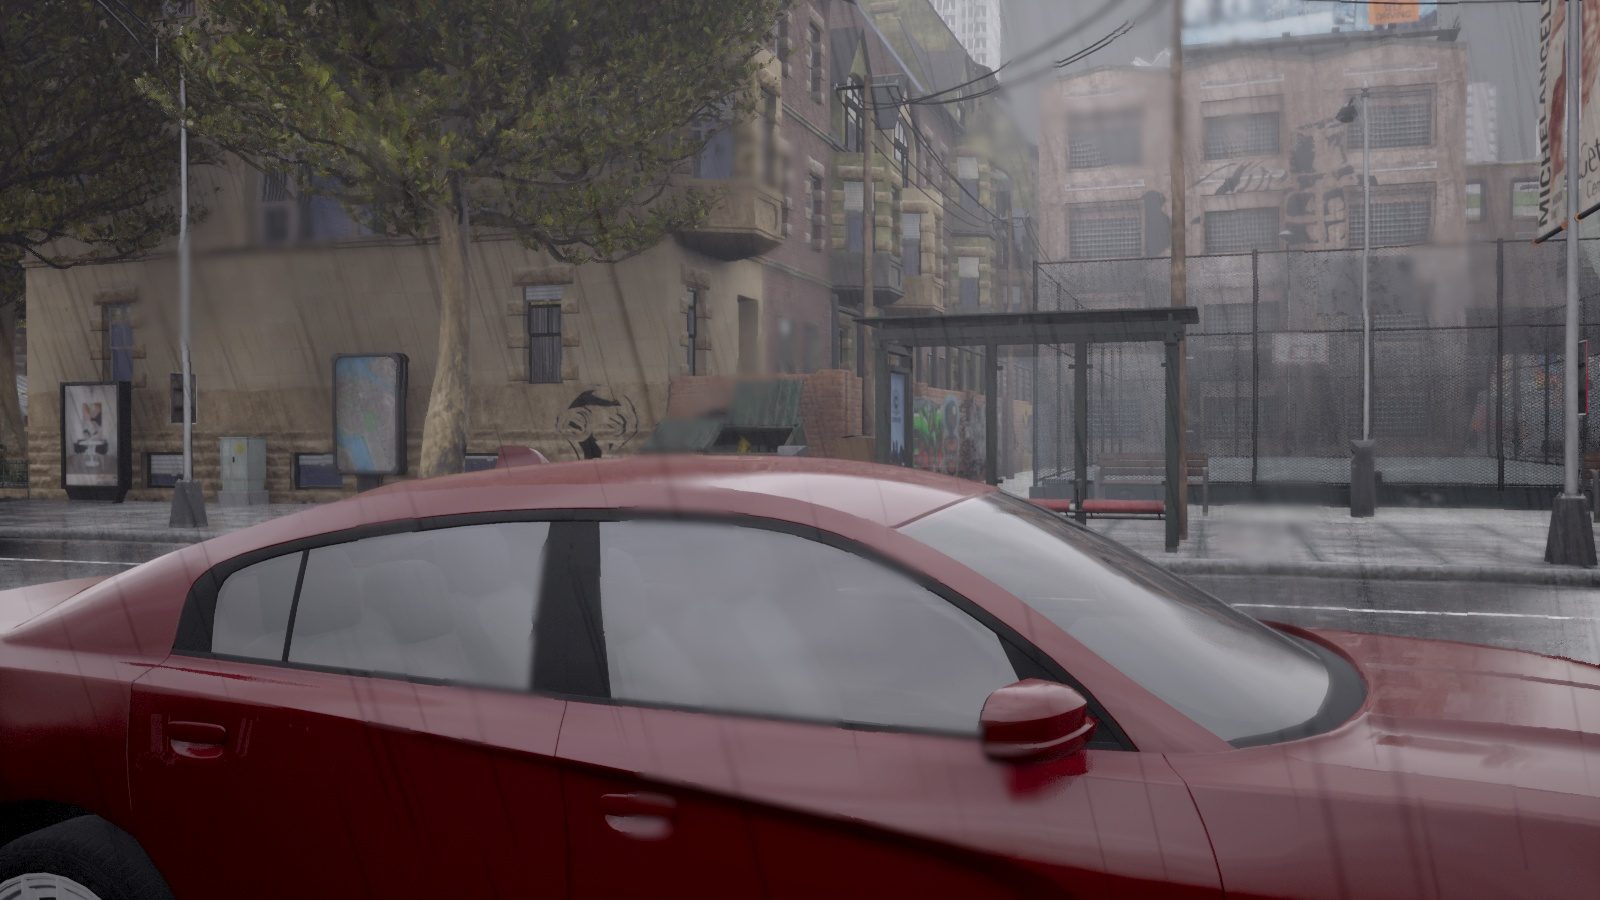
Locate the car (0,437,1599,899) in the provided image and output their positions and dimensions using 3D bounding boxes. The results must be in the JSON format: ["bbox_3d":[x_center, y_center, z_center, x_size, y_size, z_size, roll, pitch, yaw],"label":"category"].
[{"bbox_3d":[0.026,0.754,3.152,5.008,1.535,1.882,1,1,18],"label":"car"}]
